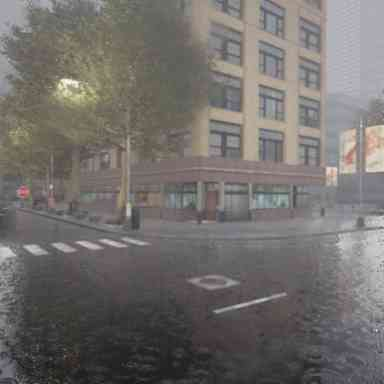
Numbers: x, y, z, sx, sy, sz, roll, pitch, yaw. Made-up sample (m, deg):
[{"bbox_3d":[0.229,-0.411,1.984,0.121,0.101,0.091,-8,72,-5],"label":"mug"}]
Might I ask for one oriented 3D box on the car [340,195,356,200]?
[{"bbox_3d":[37.397,2.150,82.765,2.002,1.452,4.674,1,0,-36],"label":"car"}]
